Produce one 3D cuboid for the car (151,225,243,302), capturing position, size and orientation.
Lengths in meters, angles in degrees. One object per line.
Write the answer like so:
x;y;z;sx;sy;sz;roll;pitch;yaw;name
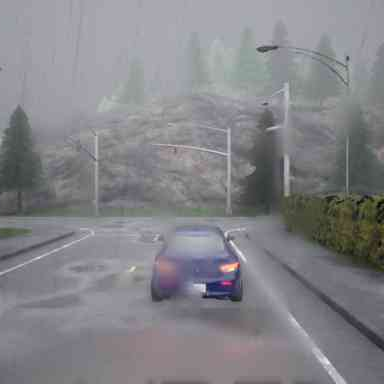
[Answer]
0.106;1.526;8.157;1.812;1.442;4.674;0;0;0;car
